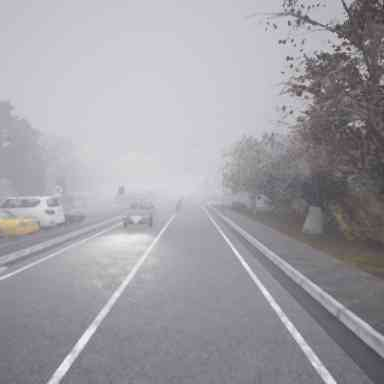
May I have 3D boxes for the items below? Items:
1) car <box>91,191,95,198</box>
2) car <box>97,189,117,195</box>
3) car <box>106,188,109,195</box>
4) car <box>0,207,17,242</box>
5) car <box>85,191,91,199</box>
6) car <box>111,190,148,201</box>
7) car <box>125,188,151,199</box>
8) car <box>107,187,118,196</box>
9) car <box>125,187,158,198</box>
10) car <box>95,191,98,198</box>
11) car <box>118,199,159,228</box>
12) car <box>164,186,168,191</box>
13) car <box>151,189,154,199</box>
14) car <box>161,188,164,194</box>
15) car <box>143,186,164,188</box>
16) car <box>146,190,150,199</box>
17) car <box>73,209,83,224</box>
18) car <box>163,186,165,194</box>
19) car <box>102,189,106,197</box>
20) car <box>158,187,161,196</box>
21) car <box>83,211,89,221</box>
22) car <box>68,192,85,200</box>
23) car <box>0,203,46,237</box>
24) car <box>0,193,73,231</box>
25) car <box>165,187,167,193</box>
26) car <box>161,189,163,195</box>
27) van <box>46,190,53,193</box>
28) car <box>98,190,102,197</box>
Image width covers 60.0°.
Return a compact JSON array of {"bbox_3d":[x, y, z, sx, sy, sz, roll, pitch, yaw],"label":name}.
[{"bbox_3d":[-23.407,0.694,68.168,5.366,1.575,1.946,0,1,0],"label":"car"},{"bbox_3d":[-23.106,0.031,90.336,5.008,1.535,2.097,0,2,0],"label":"car"},{"bbox_3d":[-23.154,0.434,79.319,4.892,1.521,2.231,0,2,0],"label":"car"},{"bbox_3d":[-10.149,1.499,13.305,4.892,1.521,2.231,0,0,0],"label":"car"},{"bbox_3d":[-23.422,0.734,65.373,5.366,1.575,1.946,0,1,0],"label":"car"},{"bbox_3d":[-10.188,0.849,54.222,4.792,1.488,2.163,0,0,0],"label":"car"},{"bbox_3d":[-10.218,0.667,59.791,4.553,1.767,2.185,0,0,0],"label":"car"},{"bbox_3d":[-22.930,0.142,87.548,5.366,1.575,1.946,0,2,0],"label":"car"},{"bbox_3d":[-10.185,0.490,65.361,5.566,2.045,2.435,0,1,0],"label":"car"},{"bbox_3d":[-23.177,0.679,70.823,4.792,1.488,2.163,0,1,0],"label":"car"},{"bbox_3d":[-3.284,1.434,21.913,2.128,1.511,4.902,0,0,0],"label":"car"},{"bbox_3d":[-9.998,-0.095,93.221,5.008,1.535,2.097,0,3,0],"label":"car"},{"bbox_3d":[-10.166,0.772,62.571,5.008,1.535,2.097,0,1,0],"label":"car"},{"bbox_3d":[-10.094,0.376,82.086,4.792,1.488,2.163,0,2,0],"label":"car"},{"bbox_3d":[-10.081,0.124,84.867,4.553,1.767,2.185,0,2,0],"label":"car"},{"bbox_3d":[-10.231,0.836,57.006,4.792,1.488,2.163,0,0,0],"label":"car"},{"bbox_3d":[-10.110,1.519,21.634,5.008,1.535,2.097,0,0,0],"label":"car"},{"bbox_3d":[-10.066,0.018,87.645,4.553,1.767,2.185,0,2,0],"label":"car"},{"bbox_3d":[-23.171,0.516,76.402,5.008,1.535,2.097,0,2,0],"label":"car"},{"bbox_3d":[-10.064,0.390,76.509,4.553,1.767,2.185,0,2,0],"label":"car"},{"bbox_3d":[-10.062,1.556,24.410,4.792,1.488,2.163,0,0,0],"label":"car"},{"bbox_3d":[-23.280,0.797,62.581,4.792,1.488,2.163,0,0,0],"label":"car"},{"bbox_3d":[-10.315,1.502,16.082,5.366,1.575,1.946,0,0,0],"label":"car"},{"bbox_3d":[-10.145,1.261,18.858,5.566,2.045,2.435,0,0,0],"label":"car"},{"bbox_3d":[-10.022,0.068,90.436,4.674,1.452,2.002,0,3,0],"label":"car"},{"bbox_3d":[-10.051,0.465,79.300,4.792,1.488,2.163,0,2,0],"label":"car"},{"bbox_3d":[-23.171,0.592,54.208,4.442,1.987,1.878,1,0,0],"label":"van"},{"bbox_3d":[-23.186,0.587,73.613,5.008,1.535,2.097,0,1,0],"label":"car"}]
